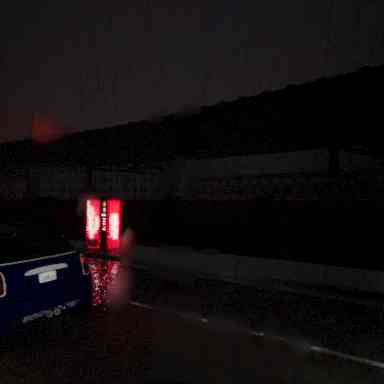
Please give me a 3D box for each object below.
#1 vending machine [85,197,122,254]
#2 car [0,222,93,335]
[{"bbox_3d":[-3.442,1.263,13.003,0.880,2.100,1.100,0,-1,30],"label":"vending machine"},{"bbox_3d":[-4.085,1.386,6.398,4.553,1.767,2.097,-1,0,32],"label":"car"}]
